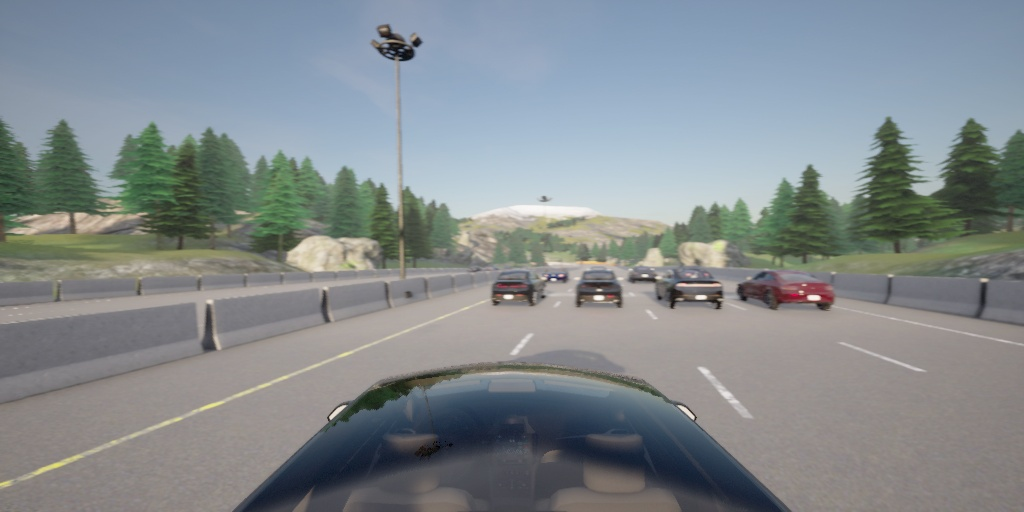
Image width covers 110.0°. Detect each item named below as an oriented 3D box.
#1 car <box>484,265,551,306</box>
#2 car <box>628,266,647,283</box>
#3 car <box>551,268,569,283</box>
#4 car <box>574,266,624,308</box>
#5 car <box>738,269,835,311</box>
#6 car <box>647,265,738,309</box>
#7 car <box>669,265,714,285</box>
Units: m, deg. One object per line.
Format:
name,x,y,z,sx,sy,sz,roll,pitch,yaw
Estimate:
car,0.421,1.382,16.628,1.837,1.490,4.892,-1,0,14
car,10.723,1.509,29.585,1.994,1.385,4.181,-1,-1,14
car,3.867,1.646,31.020,1.895,1.301,4.718,-1,-1,14
car,3.820,1.330,15.797,1.837,1.490,4.892,-1,0,14
car,10.648,1.245,14.248,1.812,1.442,4.674,-1,-1,14
car,7.224,1.263,14.983,2.128,1.511,4.902,-1,-1,14
car,14.048,1.435,28.462,2.033,1.411,5.357,-1,-1,14
